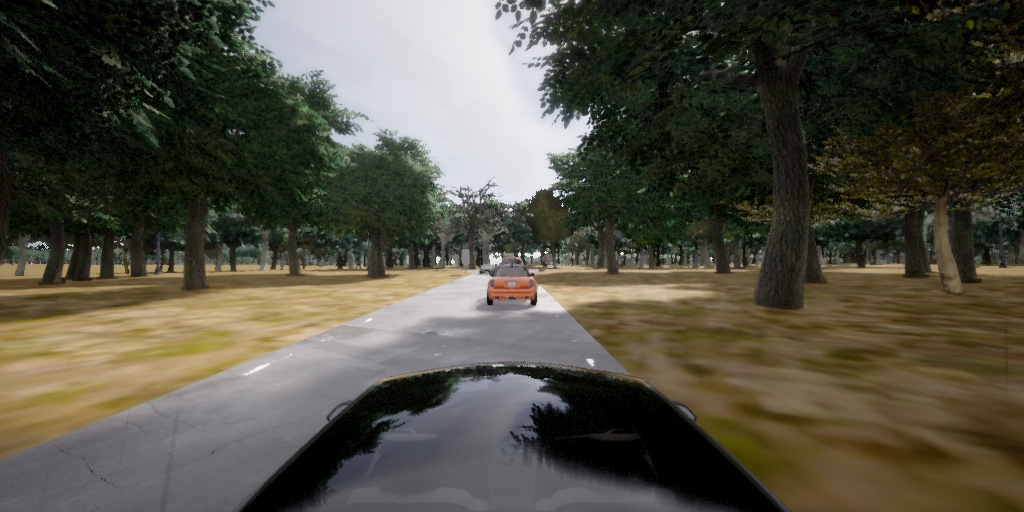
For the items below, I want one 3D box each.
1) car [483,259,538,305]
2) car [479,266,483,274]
[{"bbox_3d":[0.000,1.163,16.485,2.097,1.767,4.553,0,0,0],"label":"car"},{"bbox_3d":[-3.000,1.666,45.528,1.994,1.385,4.181,0,-1,0],"label":"car"}]
